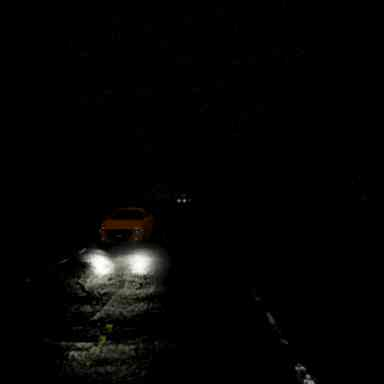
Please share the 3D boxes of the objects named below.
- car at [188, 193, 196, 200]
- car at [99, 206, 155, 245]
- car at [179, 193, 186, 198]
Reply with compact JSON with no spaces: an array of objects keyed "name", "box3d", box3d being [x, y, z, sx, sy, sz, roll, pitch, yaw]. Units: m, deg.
[{"name":"car","box3d":[-0.009,1.445,89.153,1.812,1.442,4.674,0,0,0]},{"name":"car","box3d":[-2.845,1.446,15.453,1.882,1.535,5.008,0,0,0]},{"name":"car","box3d":[-2.760,1.067,93.347,1.812,1.442,4.674,0,0,0]}]
